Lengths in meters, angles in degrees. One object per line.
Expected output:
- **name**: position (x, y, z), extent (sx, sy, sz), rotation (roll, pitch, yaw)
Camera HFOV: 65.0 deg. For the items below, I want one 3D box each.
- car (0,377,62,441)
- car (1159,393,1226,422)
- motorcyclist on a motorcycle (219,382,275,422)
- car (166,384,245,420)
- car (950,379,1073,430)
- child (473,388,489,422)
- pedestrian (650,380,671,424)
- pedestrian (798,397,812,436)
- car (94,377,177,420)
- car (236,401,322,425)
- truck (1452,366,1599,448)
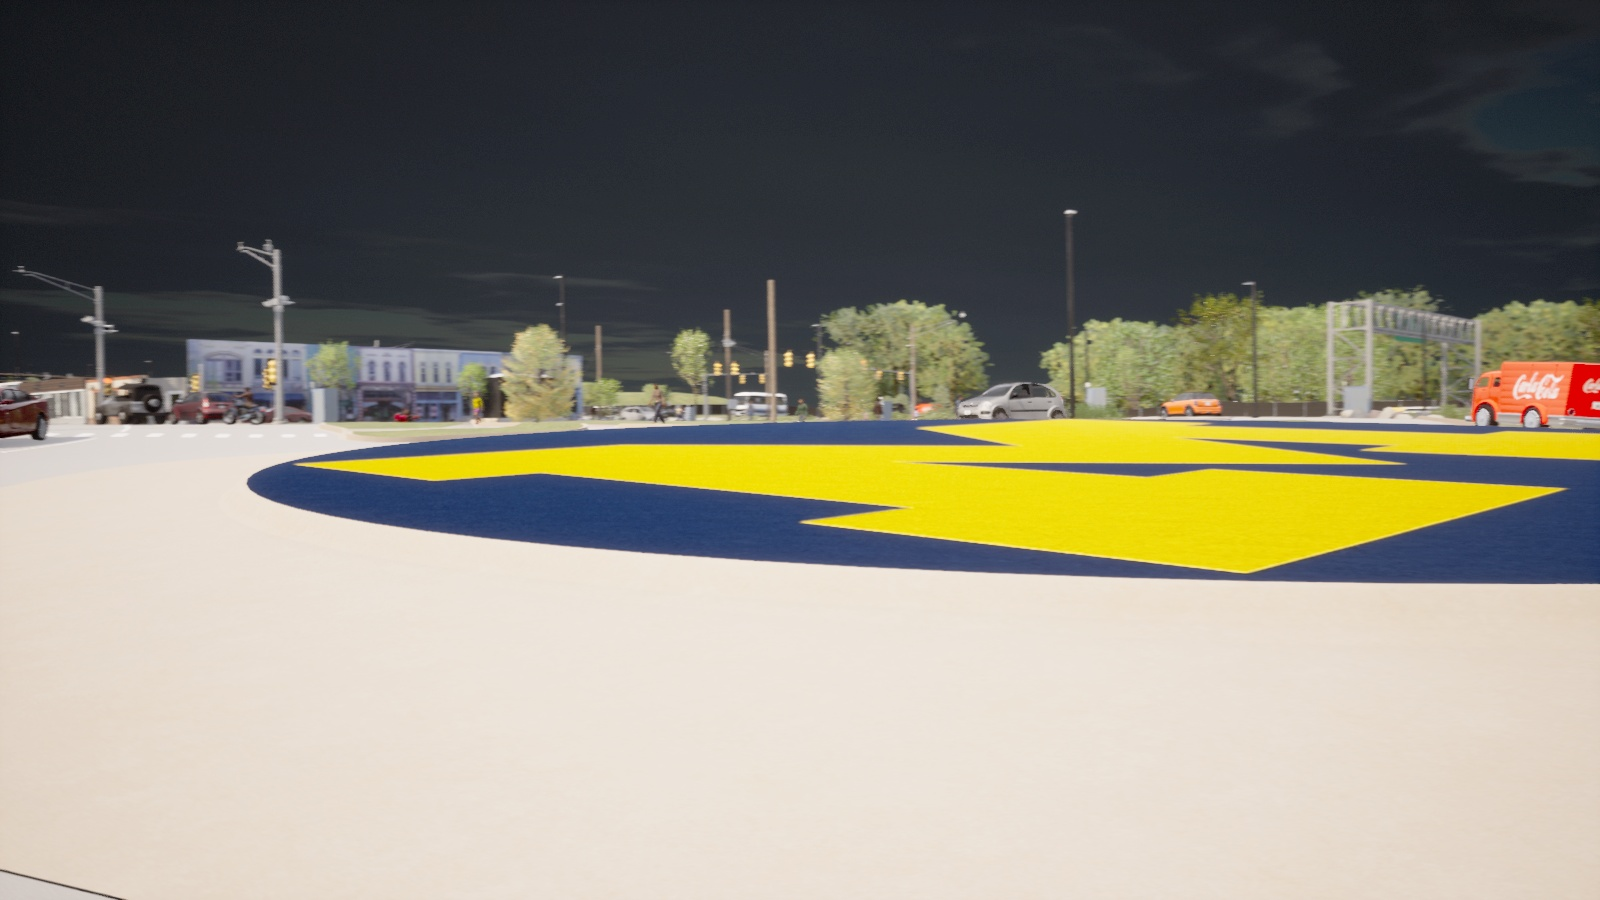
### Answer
- **car**: position (-20.948, -1.073, 32.213), extent (1.882, 1.535, 5.008), rotation (-1, 4, -11)
- **car**: position (25.133, -2.690, 80.503), extent (2.097, 1.767, 4.553), rotation (0, 1, -13)
- **motorcyclist on a motorcycle**: position (-23.116, -2.016, 52.466), extent (2.350, 1.649, 0.766), rotation (1, 2, 25)
- **car**: position (-28.428, -2.261, 60.051), extent (3.988, 1.617, 1.851), rotation (1, 1, 39)
- **car**: position (7.282, -1.510, 43.105), extent (3.988, 1.617, 1.851), rotation (0, 0, -34)
- **child**: position (-10.838, -1.526, 42.671), extent (0.299, 1.160, 0.473), rotation (0, 1, 27)
- **pedestrian**: position (-5.719, -1.957, 51.411), extent (0.328, 1.805, 0.869), rotation (0, 1, 35)
- **pedestrian**: position (0.246, -1.576, 59.568), extent (0.353, 1.847, 0.614), rotation (0, 1, 36)
- **car**: position (-30.516, -2.316, 57.657), extent (3.866, 1.878, 1.905), rotation (1, 1, 37)
- **car**: position (-33.137, -2.311, 79.975), extent (1.812, 1.442, 4.674), rotation (0, 0, 43)
- **truck**: position (24.720, -1.487, 41.888), extent (2.627, 2.467, 5.204), rotation (4, 3, -6)
